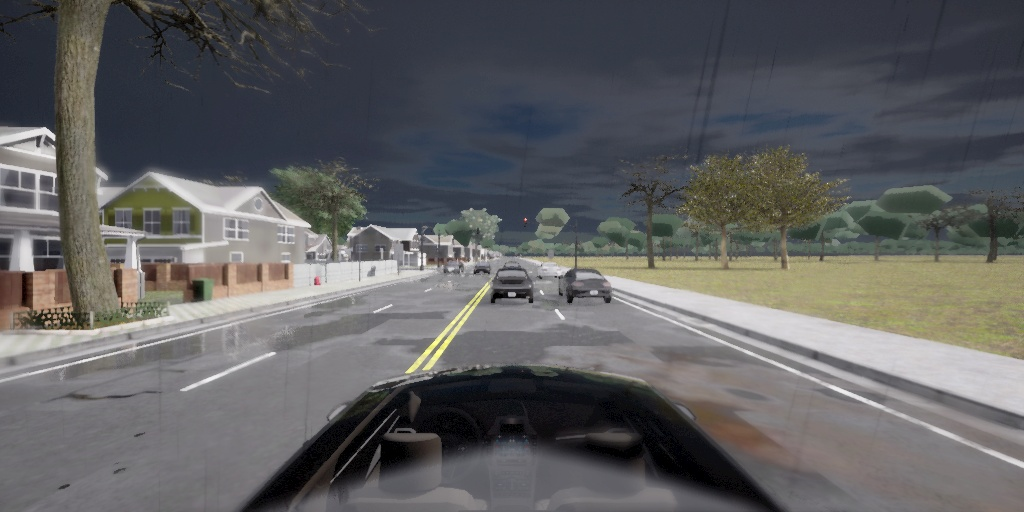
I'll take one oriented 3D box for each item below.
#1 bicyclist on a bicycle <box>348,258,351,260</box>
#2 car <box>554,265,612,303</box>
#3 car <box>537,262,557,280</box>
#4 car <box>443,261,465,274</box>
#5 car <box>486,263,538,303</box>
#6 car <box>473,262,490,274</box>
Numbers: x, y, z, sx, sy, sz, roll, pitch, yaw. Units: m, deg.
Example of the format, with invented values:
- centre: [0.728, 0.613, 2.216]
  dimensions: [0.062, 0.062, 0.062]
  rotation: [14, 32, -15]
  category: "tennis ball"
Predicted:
- centre: [-24.639, 1.087, 54.407]
  dimensions: [0.582, 1.620, 1.656]
  rotation: [0, 0, 0]
  category: "bicyclist on a bicycle"
- centre: [3.250, 1.282, 16.500]
  dimensions: [1.812, 1.442, 4.674]
  rotation: [0, 0, 0]
  category: "car"
- centre: [3.250, 1.282, 31.500]
  dimensions: [1.812, 1.442, 4.674]
  rotation: [0, 0, 0]
  category: "car"
- centre: [-6.500, 1.270, 40.500]
  dimensions: [2.128, 1.511, 4.902]
  rotation: [0, 0, 0]
  category: "car"
- centre: [0.000, 1.265, 16.500]
  dimensions: [1.837, 1.490, 4.892]
  rotation: [0, 0, 0]
  category: "car"
- centre: [-3.250, 1.351, 40.499]
  dimensions: [2.033, 1.411, 5.357]
  rotation: [0, 0, 0]
  category: "car"
